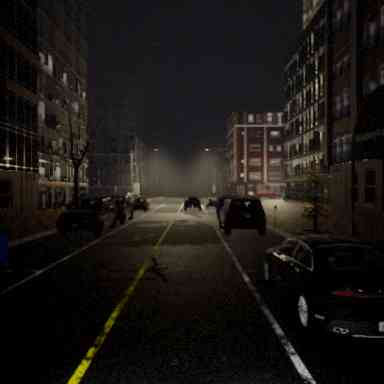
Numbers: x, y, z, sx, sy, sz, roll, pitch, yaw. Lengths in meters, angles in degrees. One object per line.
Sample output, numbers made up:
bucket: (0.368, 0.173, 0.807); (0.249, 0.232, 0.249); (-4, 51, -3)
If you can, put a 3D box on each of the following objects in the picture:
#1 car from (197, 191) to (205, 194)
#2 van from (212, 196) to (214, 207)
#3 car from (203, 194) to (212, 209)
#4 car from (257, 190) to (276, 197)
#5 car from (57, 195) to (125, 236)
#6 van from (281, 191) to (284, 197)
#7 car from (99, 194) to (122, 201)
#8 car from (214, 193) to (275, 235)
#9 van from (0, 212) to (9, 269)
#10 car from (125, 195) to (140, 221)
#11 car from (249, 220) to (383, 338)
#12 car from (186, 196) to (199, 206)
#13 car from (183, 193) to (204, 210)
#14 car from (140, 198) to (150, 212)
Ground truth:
car: (2.524, 0.603, 94.672); (2.192, 1.841, 5.009); (0, 0, 0)
van: (2.554, 1.163, 23.181); (1.690, 1.788, 3.998); (0, 0, 0)
car: (2.547, 1.220, 40.028); (1.752, 1.417, 4.829); (0, 0, 0)
car: (15.284, 0.563, 70.220); (5.009, 1.841, 2.192); (-1, 1, -1)
car: (-5.324, 1.179, 17.619); (2.192, 1.841, 5.009); (0, 0, 0)
van: (20.940, 0.518, 70.282); (3.998, 1.788, 1.690); (-1, 1, -1)
car: (-17.143, 1.235, 69.809); (4.313, 1.339, 1.947); (-1, 1, -1)
car: (2.556, 1.179, 17.622); (2.192, 1.841, 5.009); (0, 0, 0)
van: (-5.320, 1.290, 6.502); (1.690, 1.788, 3.998); (0, 0, 0)
car: (-5.326, 1.137, 23.177); (2.192, 1.841, 5.009); (0, 0, 0)
car: (2.561, 1.500, 6.507); (2.008, 1.369, 4.403); (0, 0, 0)
car: (0.080, 1.232, 48.457); (1.895, 1.301, 4.718); (0, 0, 0)
car: (0.081, 1.222, 37.118); (1.837, 1.490, 4.892); (0, 1, 0)
car: (-5.331, 1.320, 34.296); (1.802, 1.307, 4.206); (0, 0, 0)
